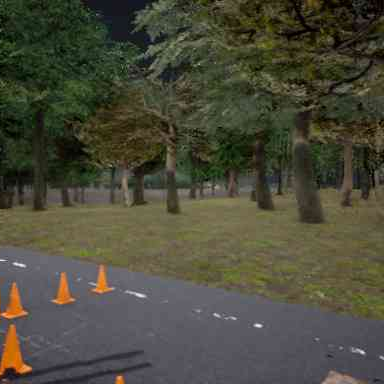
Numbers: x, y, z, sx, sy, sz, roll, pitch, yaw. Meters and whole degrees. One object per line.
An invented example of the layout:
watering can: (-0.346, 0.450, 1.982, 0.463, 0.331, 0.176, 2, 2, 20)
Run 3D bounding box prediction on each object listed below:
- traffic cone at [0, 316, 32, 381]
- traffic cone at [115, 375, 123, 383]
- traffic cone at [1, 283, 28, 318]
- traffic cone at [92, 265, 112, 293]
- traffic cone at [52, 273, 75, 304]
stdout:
traffic cone: (-2.279, 1.981, 4.217, 0.340, 0.580, 0.340, 0, -1, 36)
traffic cone: (-0.666, 1.979, 3.035, 0.340, 0.580, 0.340, 0, -1, 36)
traffic cone: (-3.302, 1.991, 6.205, 0.340, 0.580, 0.340, 0, -1, 36)
traffic cone: (-2.121, 2.009, 7.818, 0.340, 0.580, 0.340, 0, -1, 36)
traffic cone: (-2.711, 2.000, 7.011, 0.340, 0.580, 0.340, 0, -1, 36)
